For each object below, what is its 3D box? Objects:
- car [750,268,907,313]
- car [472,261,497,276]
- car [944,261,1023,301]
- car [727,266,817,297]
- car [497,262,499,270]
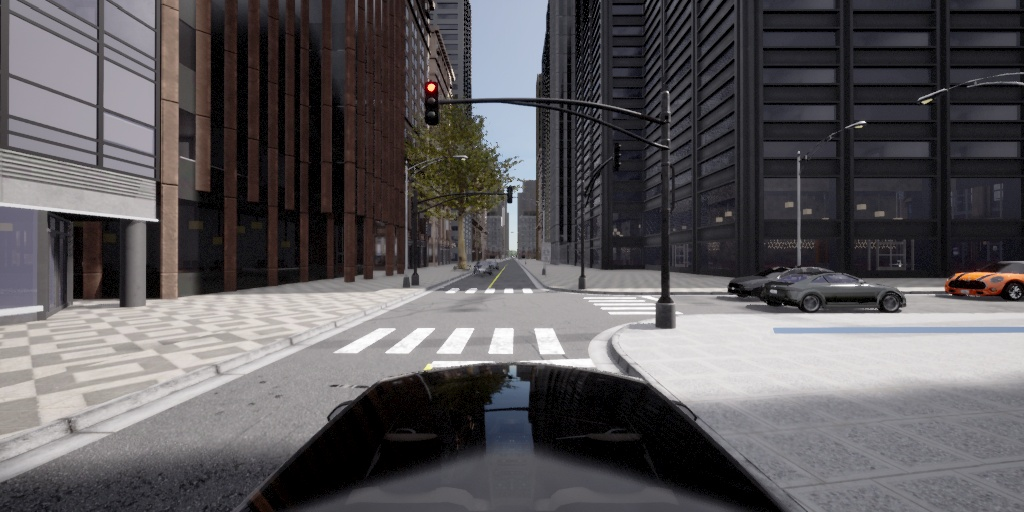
[{"bbox_3d":[11.556,1.256,13.090,4.181,1.385,1.994,0,0,0],"label":"car"},{"bbox_3d":[-2.997,1.252,37.409,2.128,1.511,4.902,0,0,0],"label":"car"},{"bbox_3d":[22.696,1.016,16.186,4.553,1.767,2.097,0,0,0],"label":"car"},{"bbox_3d":[12.413,1.206,16.191,4.892,1.490,1.837,0,0,0],"label":"car"},{"bbox_3d":[-2.926,1.351,52.560,1.994,1.385,4.181,0,0,1],"label":"car"}]
